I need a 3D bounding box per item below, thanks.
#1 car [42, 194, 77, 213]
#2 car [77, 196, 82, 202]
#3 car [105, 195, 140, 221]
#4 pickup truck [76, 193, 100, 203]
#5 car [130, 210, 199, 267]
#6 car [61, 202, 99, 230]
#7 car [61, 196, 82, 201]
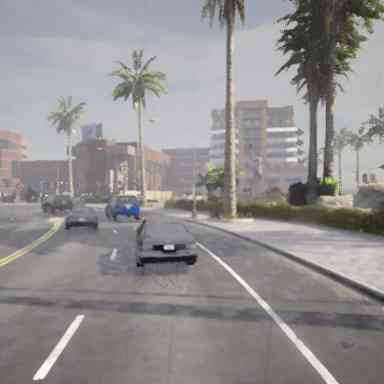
[{"bbox_3d":[-15.653,1.340,38.506,2.150,2.045,5.566,0,0,-38],"label":"car"},{"bbox_3d":[-16.175,1.619,44.215,2.128,1.511,4.902,0,0,-43],"label":"car"},{"bbox_3d":[-6.004,1.281,28.523,2.150,2.045,5.566,0,0,-22],"label":"car"},{"bbox_3d":[-22.674,1.279,72.859,2.390,2.098,6.274,0,0,10],"label":"pickup truck"},{"bbox_3d":[-1.032,1.565,11.579,2.033,1.411,5.357,0,0,-9],"label":"car"},{"bbox_3d":[-7.229,1.623,21.973,1.994,1.385,4.181,0,0,-17],"label":"car"},{"bbox_3d":[-31.350,1.667,86.491,4.674,1.452,2.002,0,0,10],"label":"car"}]
